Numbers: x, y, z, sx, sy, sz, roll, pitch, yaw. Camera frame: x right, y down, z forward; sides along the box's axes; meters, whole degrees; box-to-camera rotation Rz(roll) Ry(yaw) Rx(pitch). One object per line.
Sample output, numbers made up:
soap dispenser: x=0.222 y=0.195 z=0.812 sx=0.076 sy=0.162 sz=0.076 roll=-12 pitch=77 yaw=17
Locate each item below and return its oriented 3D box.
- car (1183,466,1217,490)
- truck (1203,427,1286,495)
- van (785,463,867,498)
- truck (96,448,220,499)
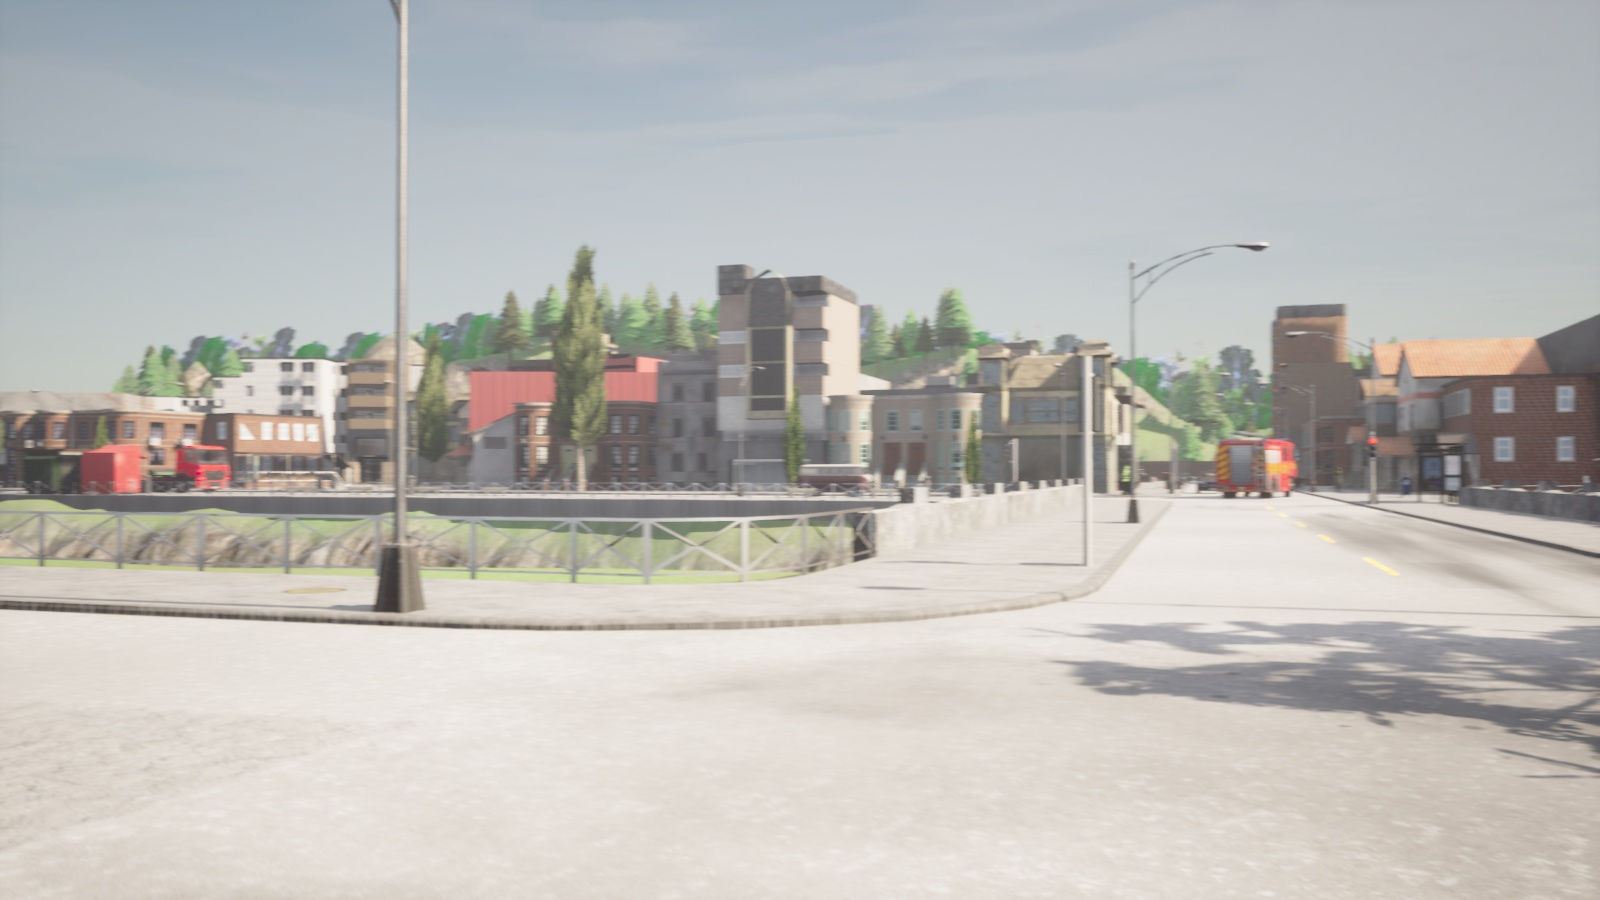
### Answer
car: x=28.519 y=1.955 z=89.523 sx=2.242 sy=1.667 sz=4.611 roll=-1 pitch=-1 yaw=17
truck: x=26.643 y=0.714 z=75.020 sx=2.891 sy=3.827 sz=8.468 roll=-1 pitch=-1 yaw=32
van: x=1.523 y=1.804 z=73.385 sx=4.442 sy=1.987 sz=1.775 roll=-1 pitch=-1 yaw=17
truck: x=-44.880 y=1.687 z=87.797 sx=7.936 sy=3.462 sz=2.891 roll=-1 pitch=-1 yaw=17
